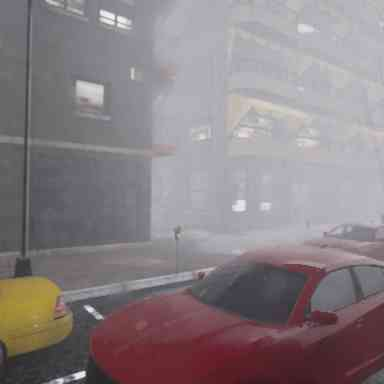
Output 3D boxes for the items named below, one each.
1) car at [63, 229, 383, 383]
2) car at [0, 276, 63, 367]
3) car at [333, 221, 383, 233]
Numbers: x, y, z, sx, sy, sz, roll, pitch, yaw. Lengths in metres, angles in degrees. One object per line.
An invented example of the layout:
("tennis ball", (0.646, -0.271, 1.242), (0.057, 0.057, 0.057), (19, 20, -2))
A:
("car", (1.228, 1.505, 4.259), (5.008, 1.535, 1.882), (1, 0, -36))
("car", (-3.928, 1.531, 3.734), (4.829, 1.417, 1.752), (0, 0, -36))
("car", (5.257, 1.621, 10.327), (4.507, 1.381, 1.887), (0, 0, -36))
